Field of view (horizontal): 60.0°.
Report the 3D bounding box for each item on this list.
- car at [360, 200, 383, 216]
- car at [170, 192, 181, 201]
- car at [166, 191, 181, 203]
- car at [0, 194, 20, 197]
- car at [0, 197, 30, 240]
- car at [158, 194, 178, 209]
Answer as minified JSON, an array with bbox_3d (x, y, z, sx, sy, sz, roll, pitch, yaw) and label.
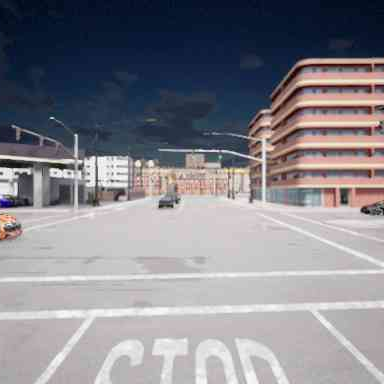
[{"bbox_3d":[17.138,1.399,29.209,4.181,1.385,1.994,0,0,0],"label":"car"},{"bbox_3d":[-3.420,0.965,69.348,2.097,1.767,4.553,0,0,-1],"label":"car"},{"bbox_3d":[-3.353,0.905,54.734,2.150,2.045,5.566,0,1,0],"label":"car"},{"bbox_3d":[-23.384,1.075,39.064,4.611,1.667,2.242,0,0,1],"label":"car"},{"bbox_3d":[-9.838,1.235,14.272,4.553,1.767,2.097,0,0,0],"label":"car"},{"bbox_3d":[-3.221,1.311,41.975,2.033,1.411,5.357,0,0,-1],"label":"car"}]
